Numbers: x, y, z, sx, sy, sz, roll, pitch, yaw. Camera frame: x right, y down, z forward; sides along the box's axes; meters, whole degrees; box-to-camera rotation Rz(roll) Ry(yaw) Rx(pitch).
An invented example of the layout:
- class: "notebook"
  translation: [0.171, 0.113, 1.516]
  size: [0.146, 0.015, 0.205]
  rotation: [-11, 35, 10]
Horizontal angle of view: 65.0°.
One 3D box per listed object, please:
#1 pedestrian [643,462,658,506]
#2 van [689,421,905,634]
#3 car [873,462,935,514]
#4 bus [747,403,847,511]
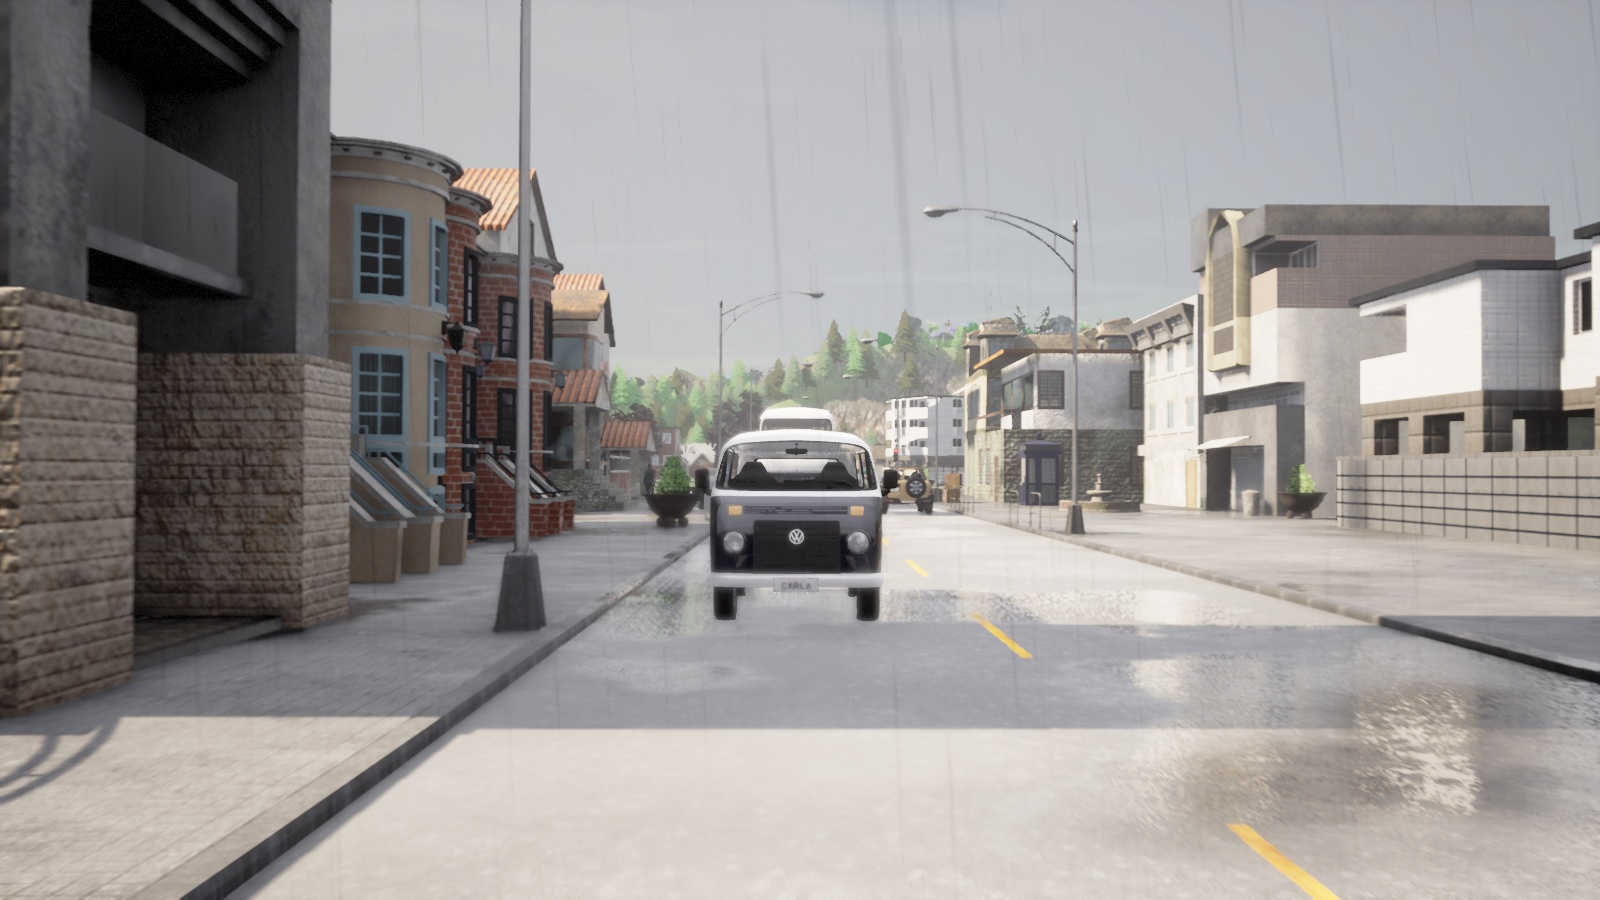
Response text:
- class: "pedestrian"
  translation: [-6.696, 1.500, 56.195]
  size: [0.423, 1.949, 0.788]
  rotation: [0, -1, -28]
- class: "van"
  translation: [-0.036, 0.778, 14.315]
  size: [2.069, 2.038, 4.480]
  rotation: [0, -1, 0]
- class: "car"
  translation: [3.883, 1.410, 47.429]
  size: [1.932, 1.855, 4.605]
  rotation: [0, -1, 0]
- class: "bus"
  translation: [-0.140, 0.360, 55.063]
  size: [3.944, 4.253, 10.273]
  rotation: [0, -1, 0]
